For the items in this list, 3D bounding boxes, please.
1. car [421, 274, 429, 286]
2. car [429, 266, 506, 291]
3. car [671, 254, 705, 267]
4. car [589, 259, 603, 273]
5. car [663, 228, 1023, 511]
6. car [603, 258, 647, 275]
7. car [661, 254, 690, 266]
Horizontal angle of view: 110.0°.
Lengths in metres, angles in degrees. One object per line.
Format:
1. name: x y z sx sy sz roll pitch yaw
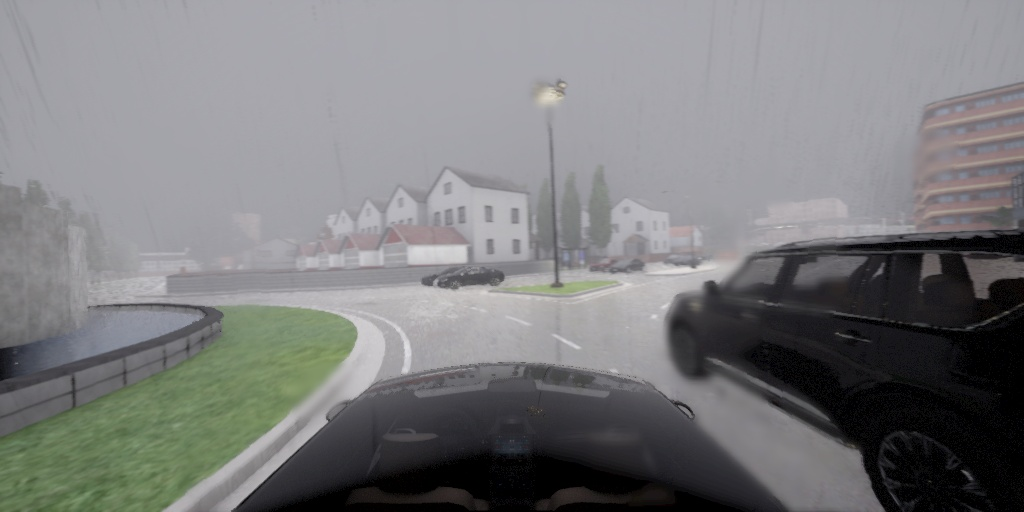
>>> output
1. car: -4.452 1.541 27.674 5.008 1.535 1.882 -2 0 -27
2. car: -2.813 1.472 24.656 4.902 1.511 2.128 -2 0 -27
3. car: 22.065 0.590 44.942 5.357 1.411 2.033 -2 0 -43
4. car: 10.164 0.984 38.366 5.008 1.535 1.882 -2 -1 -43
5. car: 3.639 0.829 3.748 2.150 2.045 5.566 -2 0 1
6. car: 11.223 0.948 34.581 4.892 1.490 1.837 -2 0 -43
7. car: 23.211 0.501 50.867 5.008 1.535 1.882 -2 -1 -43
